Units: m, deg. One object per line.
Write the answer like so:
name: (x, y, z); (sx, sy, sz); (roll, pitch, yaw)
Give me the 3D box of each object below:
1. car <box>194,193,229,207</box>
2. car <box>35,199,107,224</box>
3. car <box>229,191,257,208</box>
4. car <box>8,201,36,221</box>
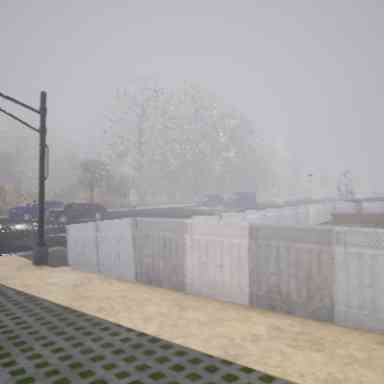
car: (2.273, 0.953, 43.040); (2.097, 1.767, 4.553); (2, 2, 41)
car: (-8.773, 1.472, 25.117); (1.837, 1.490, 4.892); (2, 2, 40)
car: (6.301, 0.896, 42.738); (2.150, 2.045, 5.566); (2, 2, 41)
car: (-11.867, 1.355, 26.495); (1.882, 1.535, 5.008); (2, 2, 40)
